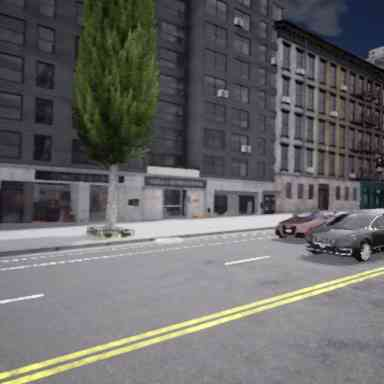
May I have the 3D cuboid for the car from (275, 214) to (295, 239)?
[{"bbox_3d":[5.904,1.526,15.874,4.181,1.385,1.994,0,0,-35],"label":"car"}]

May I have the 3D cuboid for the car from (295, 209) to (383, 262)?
[{"bbox_3d":[6.151,1.470,12.059,4.892,1.490,1.837,0,0,-35],"label":"car"}]
